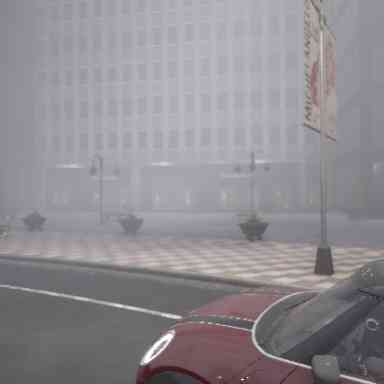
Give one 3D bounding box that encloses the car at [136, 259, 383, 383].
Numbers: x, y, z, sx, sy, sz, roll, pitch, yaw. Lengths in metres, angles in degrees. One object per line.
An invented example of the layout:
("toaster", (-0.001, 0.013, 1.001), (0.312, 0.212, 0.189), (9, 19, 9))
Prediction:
("car", (1.695, 1.339, 2.467), (4.553, 1.767, 2.097), (-1, 0, 35))
